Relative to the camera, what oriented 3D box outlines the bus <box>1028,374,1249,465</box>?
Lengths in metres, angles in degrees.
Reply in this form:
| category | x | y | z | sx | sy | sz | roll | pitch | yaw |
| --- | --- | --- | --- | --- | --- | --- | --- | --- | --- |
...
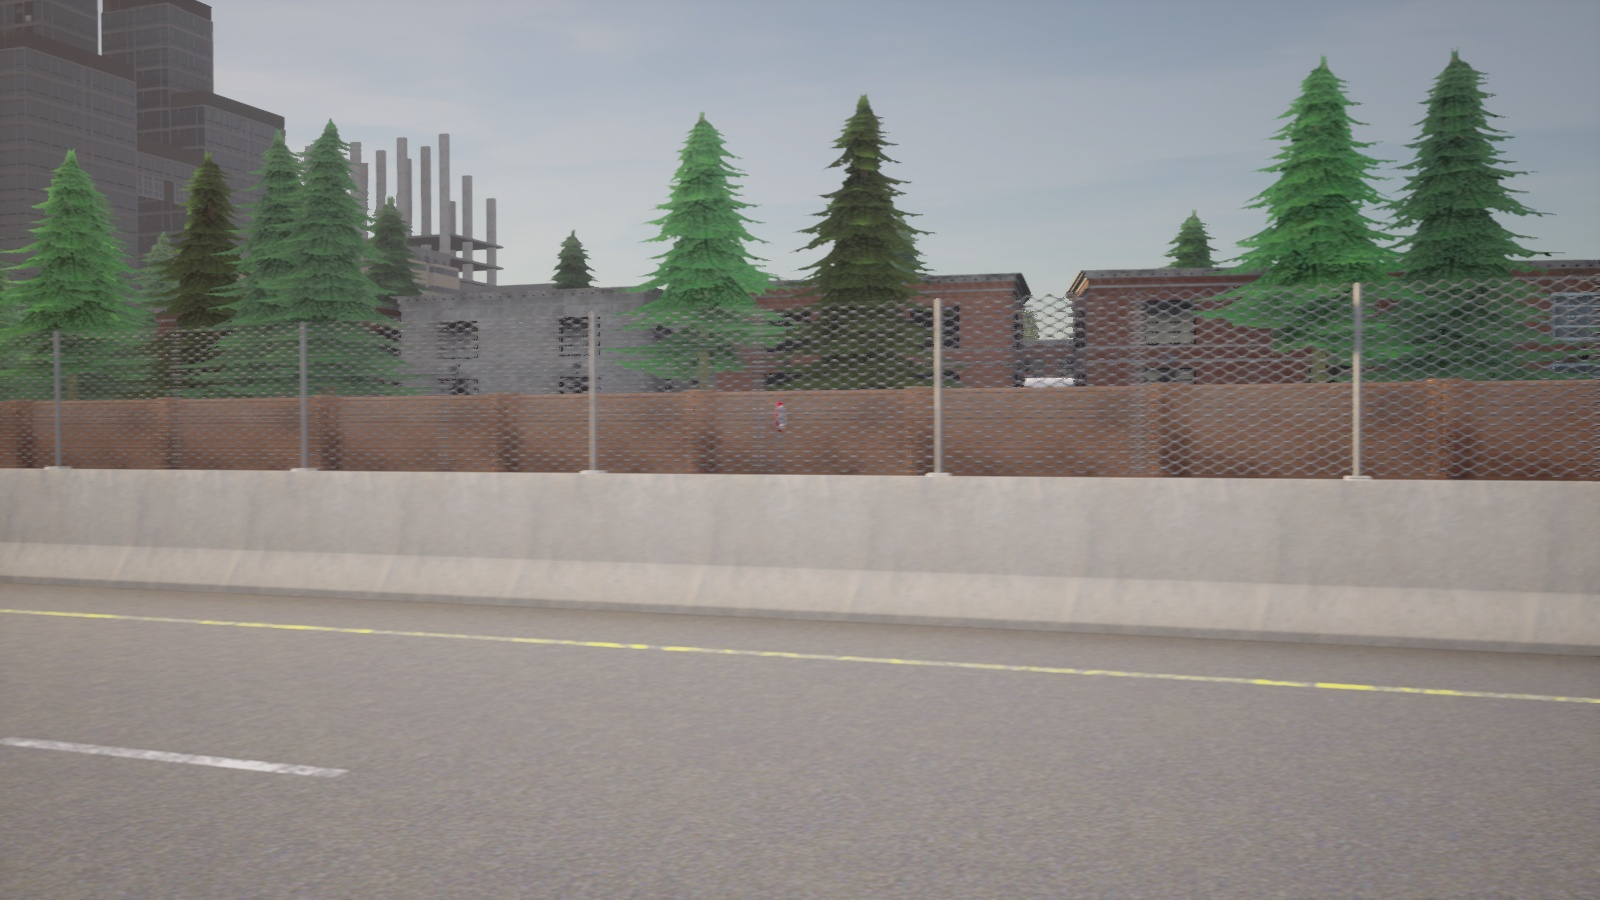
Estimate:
| category | x | y | z | sx | sy | sz | roll | pitch | yaw |
| --- | --- | --- | --- | --- | --- | --- | --- | --- | --- |
| bus | 16.582 | -1.454 | 62.391 | 10.273 | 4.253 | 3.944 | 0 | 1 | 11 |
